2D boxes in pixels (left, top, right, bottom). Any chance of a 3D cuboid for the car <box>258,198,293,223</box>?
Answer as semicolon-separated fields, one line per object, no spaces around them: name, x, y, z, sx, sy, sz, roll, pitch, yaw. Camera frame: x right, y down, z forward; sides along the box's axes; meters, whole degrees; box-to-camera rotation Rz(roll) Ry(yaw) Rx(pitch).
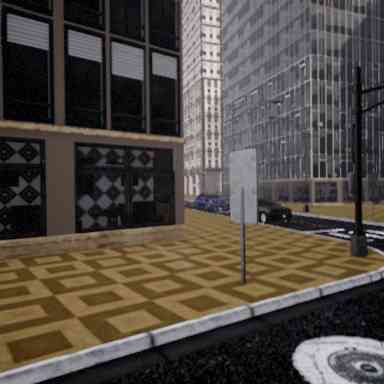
car;4.885;1.178;22.854;1.882;1.535;5.008;-1;1;-19

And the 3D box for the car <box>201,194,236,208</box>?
car;2.912;0.973;37.982;2.033;1.411;5.357;-1;1;-19

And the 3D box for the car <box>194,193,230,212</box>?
car;1.834;0.904;31.926;2.097;1.767;4.553;-1;1;-19
